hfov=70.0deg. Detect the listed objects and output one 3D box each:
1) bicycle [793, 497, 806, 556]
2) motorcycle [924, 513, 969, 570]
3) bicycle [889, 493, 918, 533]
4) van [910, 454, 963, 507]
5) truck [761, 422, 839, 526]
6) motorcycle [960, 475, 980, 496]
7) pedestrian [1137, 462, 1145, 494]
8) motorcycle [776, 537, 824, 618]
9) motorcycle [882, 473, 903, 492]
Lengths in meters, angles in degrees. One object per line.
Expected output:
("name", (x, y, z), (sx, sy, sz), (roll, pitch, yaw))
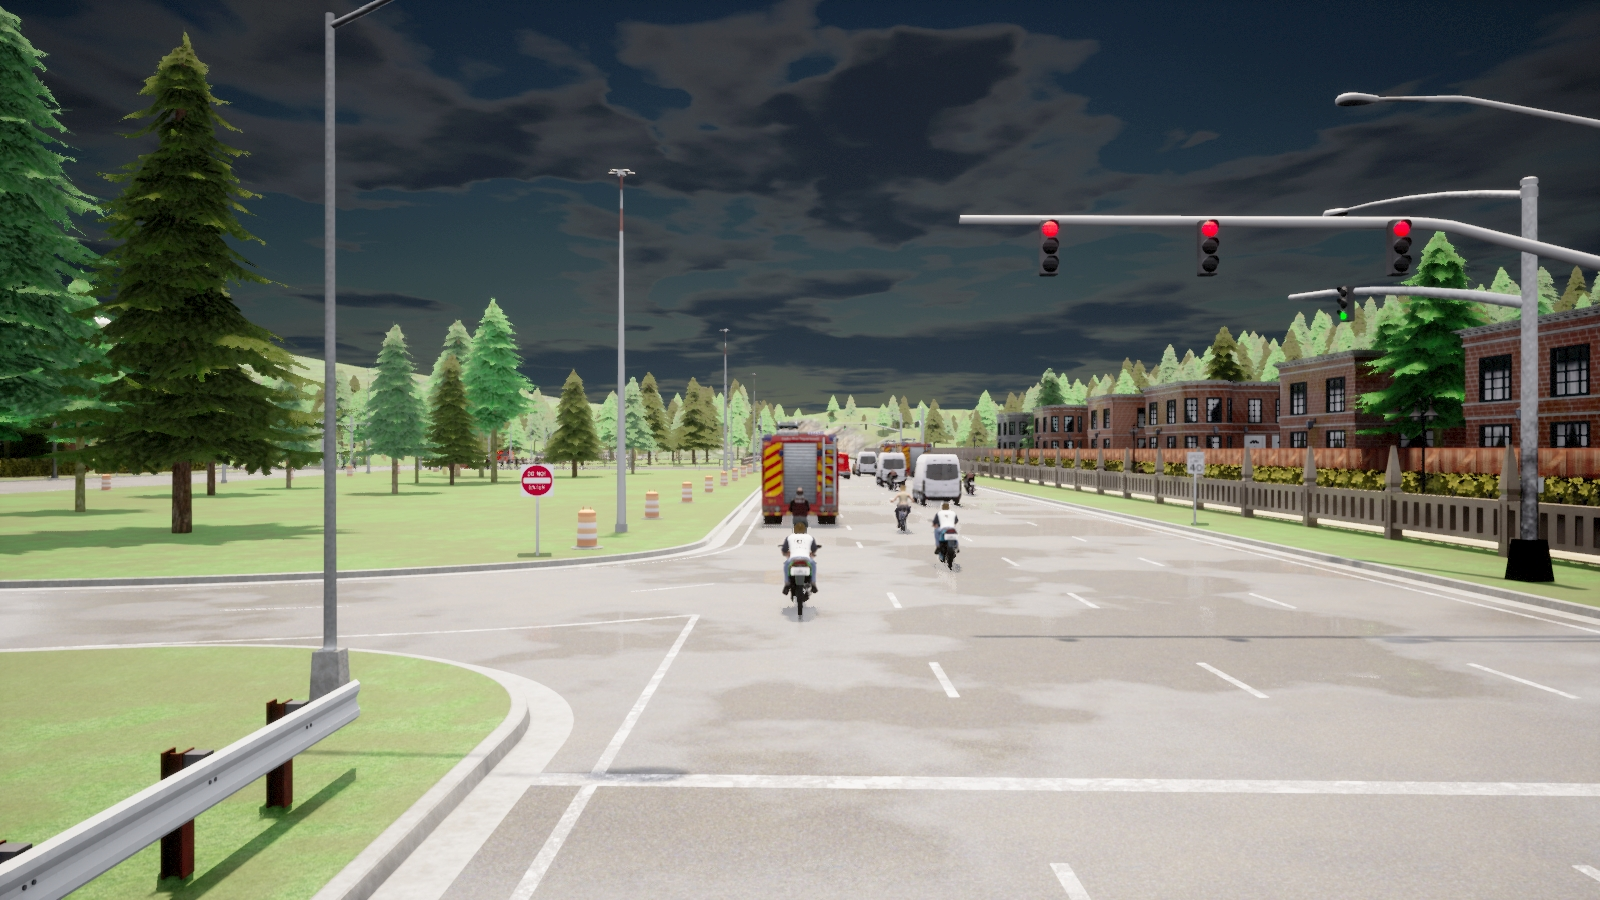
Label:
("bicycle", (-0.008, 2.045, 31.017), (0.329, 1.471, 1.835), (0, 0, 0))
("motorcycle", (3.499, 2.174, 27.412), (0.803, 1.199, 2.033), (0, 0, 0))
("bicycle", (3.498, 2.139, 38.818), (0.859, 1.277, 1.487), (0, 0, 0))
("van", (6.994, 1.507, 59.098), (1.988, 2.561, 5.915), (0, 0, 0))
("truck", (-0.006, 0.869, 46.330), (2.891, 3.827, 8.468), (0, 0, 0))
("motorcycle", (10.497, 2.172, 70.561), (0.867, 1.251, 2.209), (0, 0, 0))
("pedestrian", (20.274, 1.667, 67.990), (0.375, 1.860, 0.375), (0, 0, 0))
("motorcycle", (-0.001, 2.176, 19.837), (0.803, 1.199, 2.033), (0, 0, 0))
("motorcycle", (6.233, 2.169, 77.073), (0.867, 1.251, 2.209), (0, 0, -9))
